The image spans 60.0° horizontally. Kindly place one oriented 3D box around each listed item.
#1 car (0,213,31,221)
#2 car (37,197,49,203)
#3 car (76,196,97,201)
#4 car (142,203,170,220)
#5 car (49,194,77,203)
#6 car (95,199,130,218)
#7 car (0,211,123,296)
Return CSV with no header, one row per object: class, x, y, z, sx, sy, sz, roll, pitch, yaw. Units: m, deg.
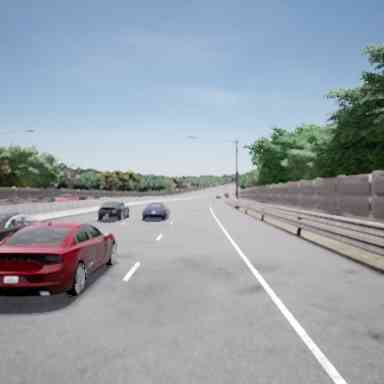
car,-6.826,1.510,12.402,2.128,1.511,4.902,0,0,1
car,-23.323,1.630,54.114,1.837,1.490,4.892,0,0,3
car,-16.329,1.684,53.945,2.033,1.411,5.357,0,0,3
car,-3.041,1.615,28.785,1.994,1.385,4.181,0,0,1
car,-19.890,1.347,52.871,2.150,2.045,5.566,0,0,3
car,-6.554,1.551,28.331,1.837,1.490,4.892,0,0,1
car,-3.360,1.492,8.702,1.882,1.535,5.008,0,0,0
